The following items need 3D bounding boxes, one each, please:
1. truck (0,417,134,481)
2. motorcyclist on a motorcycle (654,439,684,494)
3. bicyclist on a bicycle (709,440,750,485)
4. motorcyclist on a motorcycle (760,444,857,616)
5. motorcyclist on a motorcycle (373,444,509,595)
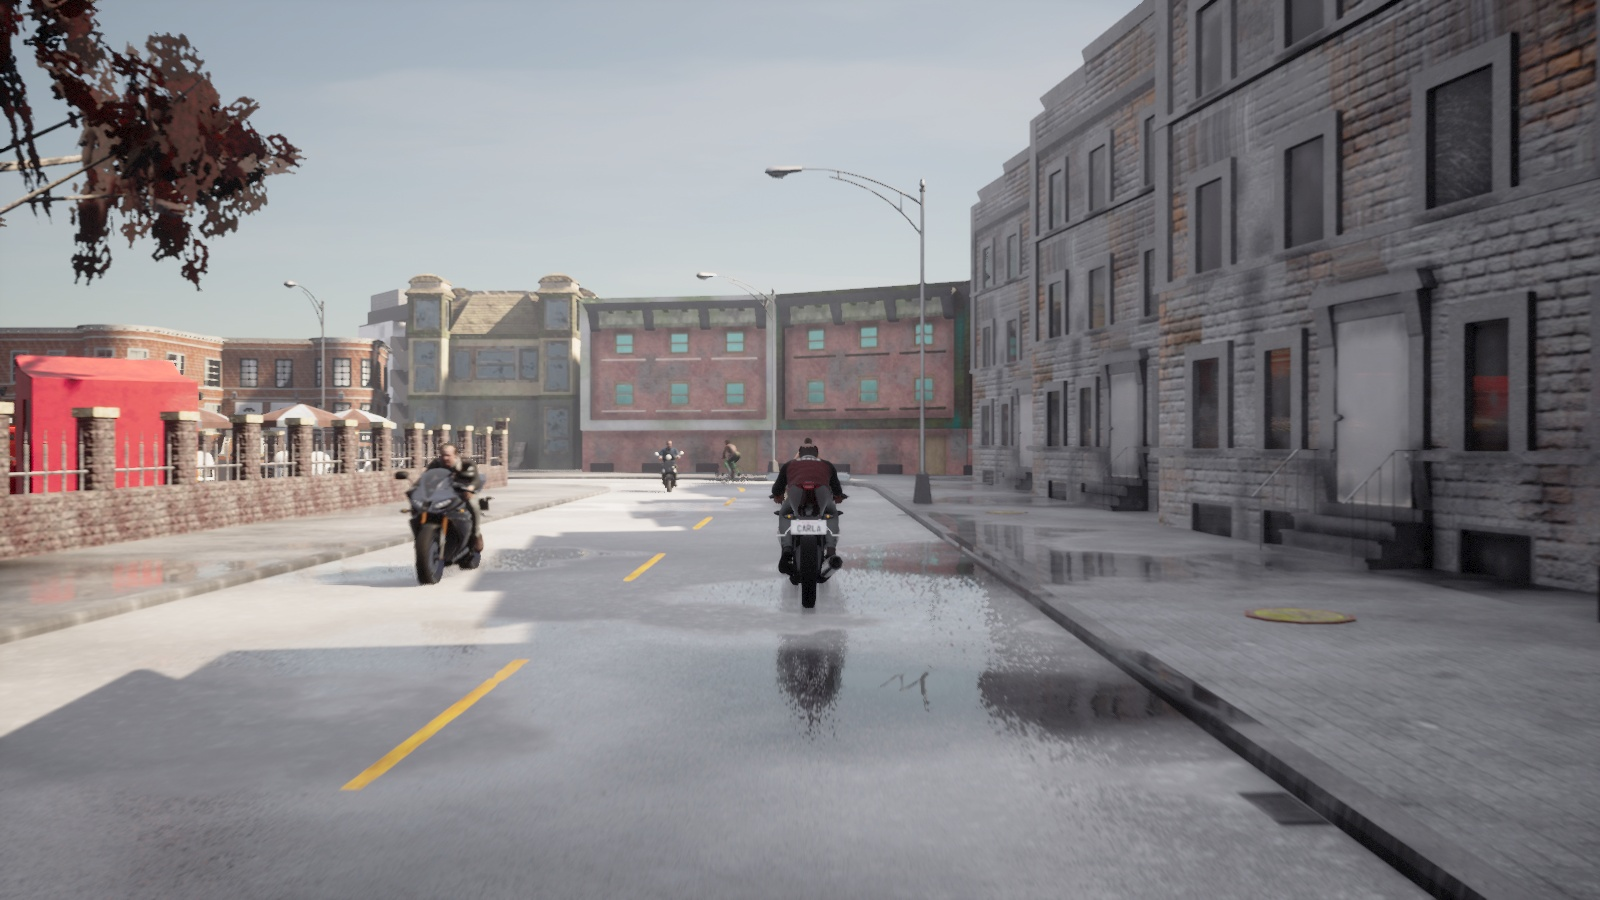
[{"bbox_3d":[-29.832,-0.046,50.046,5.204,2.467,2.627,0,0,1],"label":"truck"},{"bbox_3d":[-3.957,0.483,37.954,0.866,1.590,1.817,-1,0,-5],"label":"motorcyclist on a motorcycle"},{"bbox_3d":[-2.584,0.439,46.112,0.582,1.620,1.656,-2,1,-41],"label":"bicyclist on a bicycle"},{"bbox_3d":[0.084,0.712,12.321,0.866,1.530,2.191,0,0,0],"label":"motorcyclist on a motorcycle"},{"bbox_3d":[-3.908,0.700,13.875,0.866,1.530,2.191,0,0,0],"label":"motorcyclist on a motorcycle"}]
